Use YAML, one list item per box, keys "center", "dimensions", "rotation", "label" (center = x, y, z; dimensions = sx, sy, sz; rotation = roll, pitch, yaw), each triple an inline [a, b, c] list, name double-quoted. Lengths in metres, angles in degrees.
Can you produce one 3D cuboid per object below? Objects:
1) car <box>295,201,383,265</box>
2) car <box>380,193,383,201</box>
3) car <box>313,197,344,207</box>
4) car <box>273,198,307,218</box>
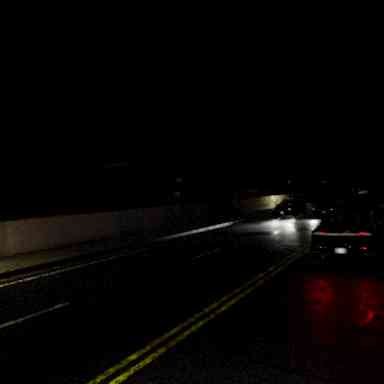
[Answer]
- center: [5.269, 1.301, 10.952]
  dimensions: [2.128, 1.511, 4.902]
  rotation: [-4, -1, 33]
  label: "car"
- center: [23.650, 0.657, 39.759]
  dimensions: [1.895, 1.301, 4.718]
  rotation: [-4, -1, 33]
  label: "car"
- center: [10.772, 1.158, 25.978]
  dimensions: [1.837, 1.490, 4.892]
  rotation: [-4, -1, 33]
  label: "car"
- center: [8.380, 1.310, 28.263]
  dimensions: [2.128, 1.511, 4.902]
  rotation: [-4, -1, 33]
  label: "car"
